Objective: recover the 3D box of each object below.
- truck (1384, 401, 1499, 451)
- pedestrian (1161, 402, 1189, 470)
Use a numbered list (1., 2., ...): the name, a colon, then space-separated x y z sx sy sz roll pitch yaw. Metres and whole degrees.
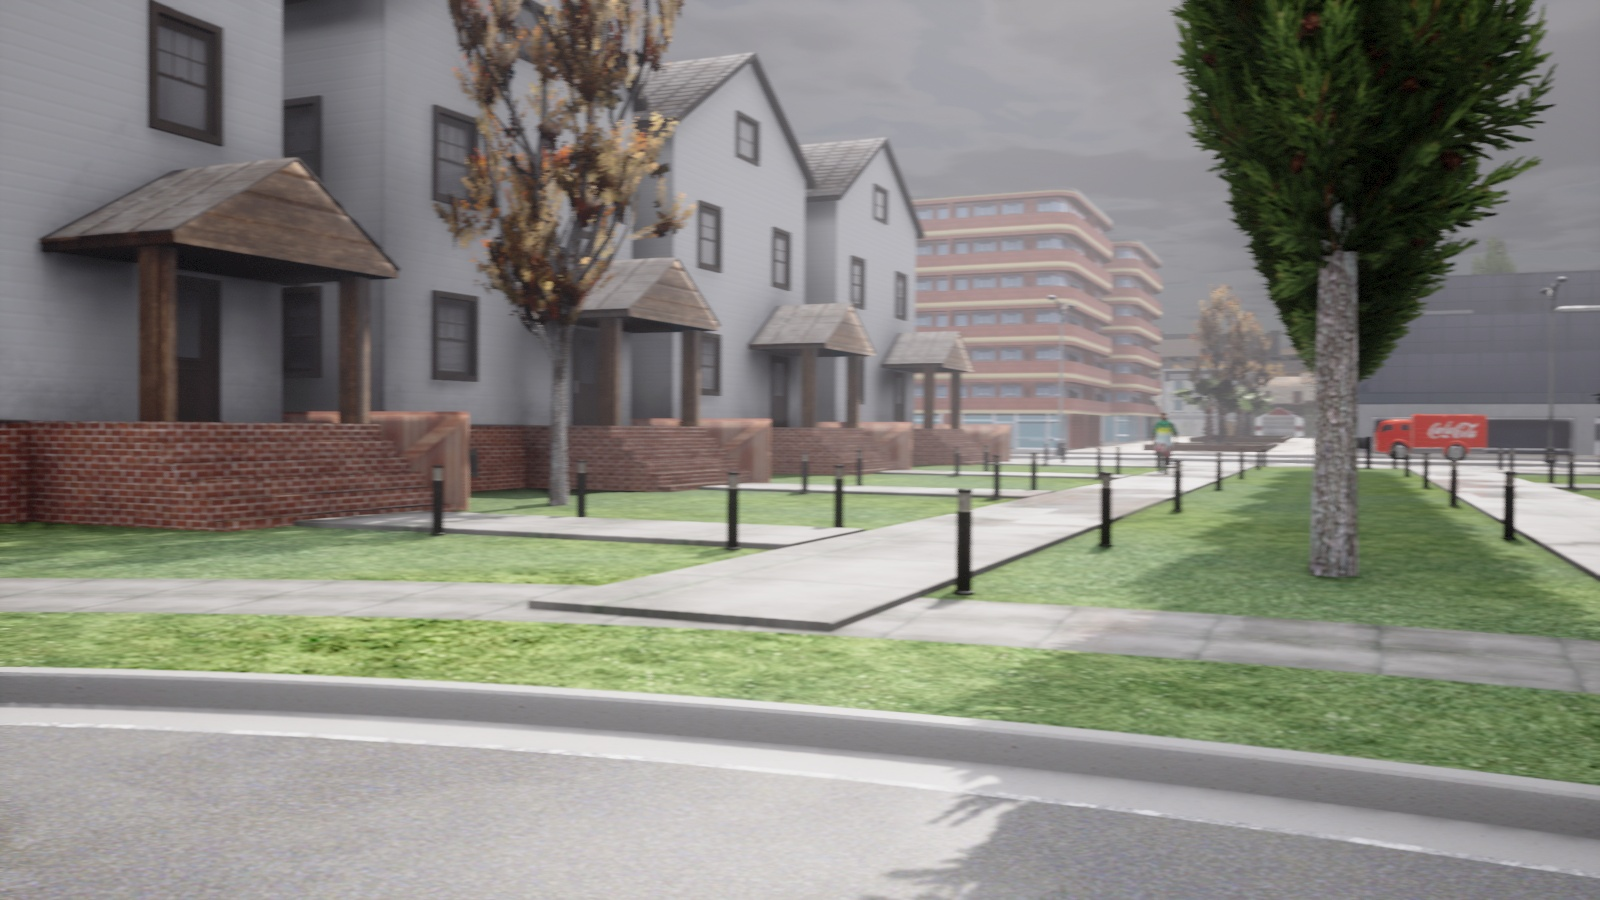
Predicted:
1. truck: 33.434 -1.237 65.657 5.204 2.467 2.627 0 1 23
2. pedestrian: 10.928 -0.405 36.556 0.659 1.952 0.873 0 1 25
